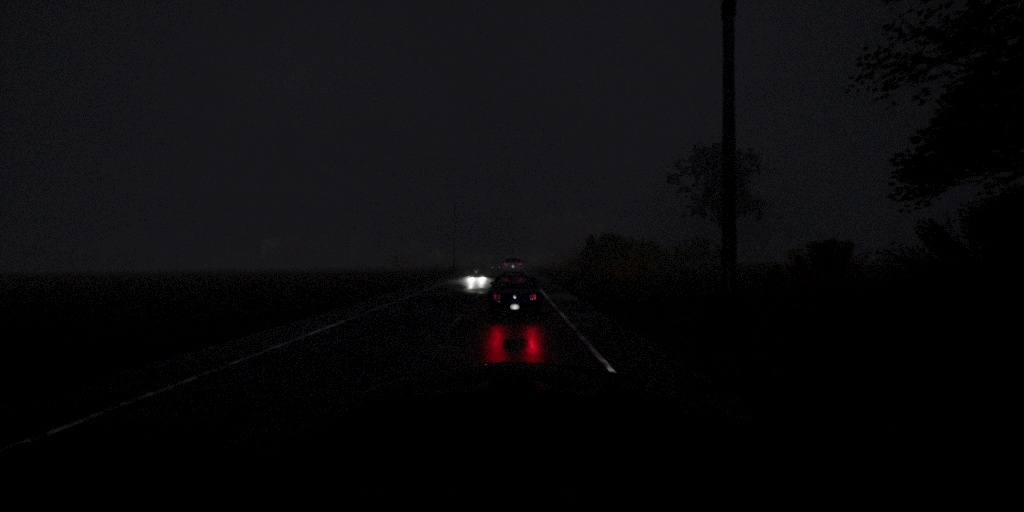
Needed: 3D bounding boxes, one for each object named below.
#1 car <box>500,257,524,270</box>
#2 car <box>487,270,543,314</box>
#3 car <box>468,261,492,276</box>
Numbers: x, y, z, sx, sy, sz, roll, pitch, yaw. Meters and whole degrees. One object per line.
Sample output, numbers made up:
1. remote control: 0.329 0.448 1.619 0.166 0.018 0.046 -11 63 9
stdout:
1. car: 0.095 1.109 39.228 2.150 2.045 5.566 0 0 0
2. car: 0.098 1.401 14.108 1.895 1.301 4.718 0 0 0
3. car: -3.590 1.377 38.556 2.128 1.511 4.902 0 0 0
